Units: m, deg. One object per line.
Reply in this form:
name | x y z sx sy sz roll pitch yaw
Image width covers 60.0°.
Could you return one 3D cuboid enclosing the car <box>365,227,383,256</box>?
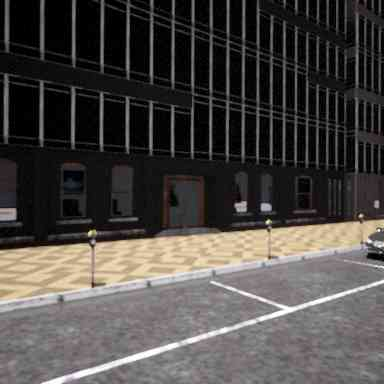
car | 8.181 1.672 12.394 4.403 1.369 2.008 1 0 -35
